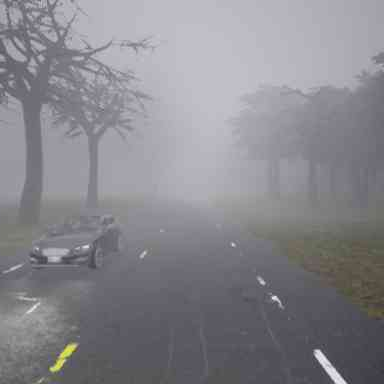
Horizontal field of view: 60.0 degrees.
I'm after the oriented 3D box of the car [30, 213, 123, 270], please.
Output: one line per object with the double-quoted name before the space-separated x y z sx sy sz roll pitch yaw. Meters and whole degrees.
"car" -3.593 1.495 11.142 2.128 1.511 4.902 0 0 0
